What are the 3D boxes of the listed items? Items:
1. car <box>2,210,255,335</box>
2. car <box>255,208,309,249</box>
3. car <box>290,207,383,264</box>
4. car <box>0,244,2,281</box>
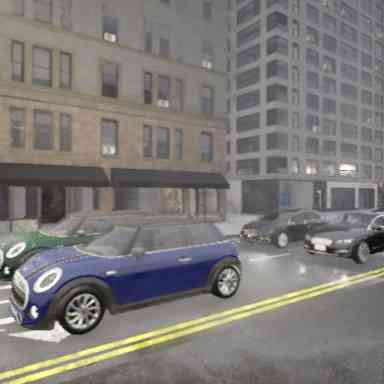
[{"bbox_3d":[-1.142,1.353,6.847,4.553,1.767,2.097,0,0,-35],"label":"car"},{"bbox_3d":[4.281,1.508,14.700,4.892,1.490,1.837,0,0,-35],"label":"car"},{"bbox_3d":[6.060,1.494,11.972,4.902,1.511,2.128,0,0,-35],"label":"car"},{"bbox_3d":[-3.027,1.354,9.494,4.553,1.767,2.097,0,0,-35],"label":"car"}]
